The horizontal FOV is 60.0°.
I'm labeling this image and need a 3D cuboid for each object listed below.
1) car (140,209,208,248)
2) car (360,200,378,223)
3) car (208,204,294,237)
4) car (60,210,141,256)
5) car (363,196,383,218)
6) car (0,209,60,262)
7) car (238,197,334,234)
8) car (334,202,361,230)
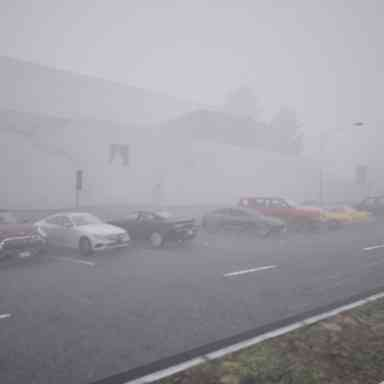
[{"bbox_3d":[-2.094,1.528,15.043,5.008,1.535,2.097,-1,-1,35],"label":"car"},{"bbox_3d":[9.969,1.598,23.855,5.366,1.575,1.946,-1,-1,35],"label":"car"},{"bbox_3d":[2.818,1.581,18.517,4.792,1.488,2.163,-1,-1,35],"label":"car"},{"bbox_3d":[-4.544,1.554,13.310,4.674,1.452,2.002,-1,-1,35],"label":"car"},{"bbox_3d":[14.984,1.390,27.248,5.566,2.045,2.435,-1,-1,35],"label":"car"},{"bbox_3d":[-7.013,1.371,11.588,4.553,1.767,2.185,-1,-1,35],"label":"car"},{"bbox_3d":[5.262,1.314,20.265,5.566,2.045,2.435,-1,-1,35],"label":"car"},{"bbox_3d":[7.836,1.575,21.909,5.366,1.575,1.946,-1,-1,35],"label":"car"}]
